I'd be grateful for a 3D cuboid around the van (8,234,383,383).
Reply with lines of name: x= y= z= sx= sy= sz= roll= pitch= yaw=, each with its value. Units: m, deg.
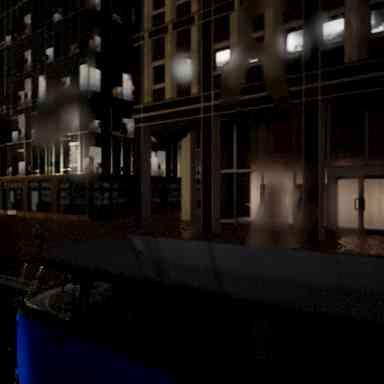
van: x=0.136 y=1.341 z=2.767 sx=3.998 sy=1.788 sz=1.690 roll=-1 pitch=0 yaw=35
